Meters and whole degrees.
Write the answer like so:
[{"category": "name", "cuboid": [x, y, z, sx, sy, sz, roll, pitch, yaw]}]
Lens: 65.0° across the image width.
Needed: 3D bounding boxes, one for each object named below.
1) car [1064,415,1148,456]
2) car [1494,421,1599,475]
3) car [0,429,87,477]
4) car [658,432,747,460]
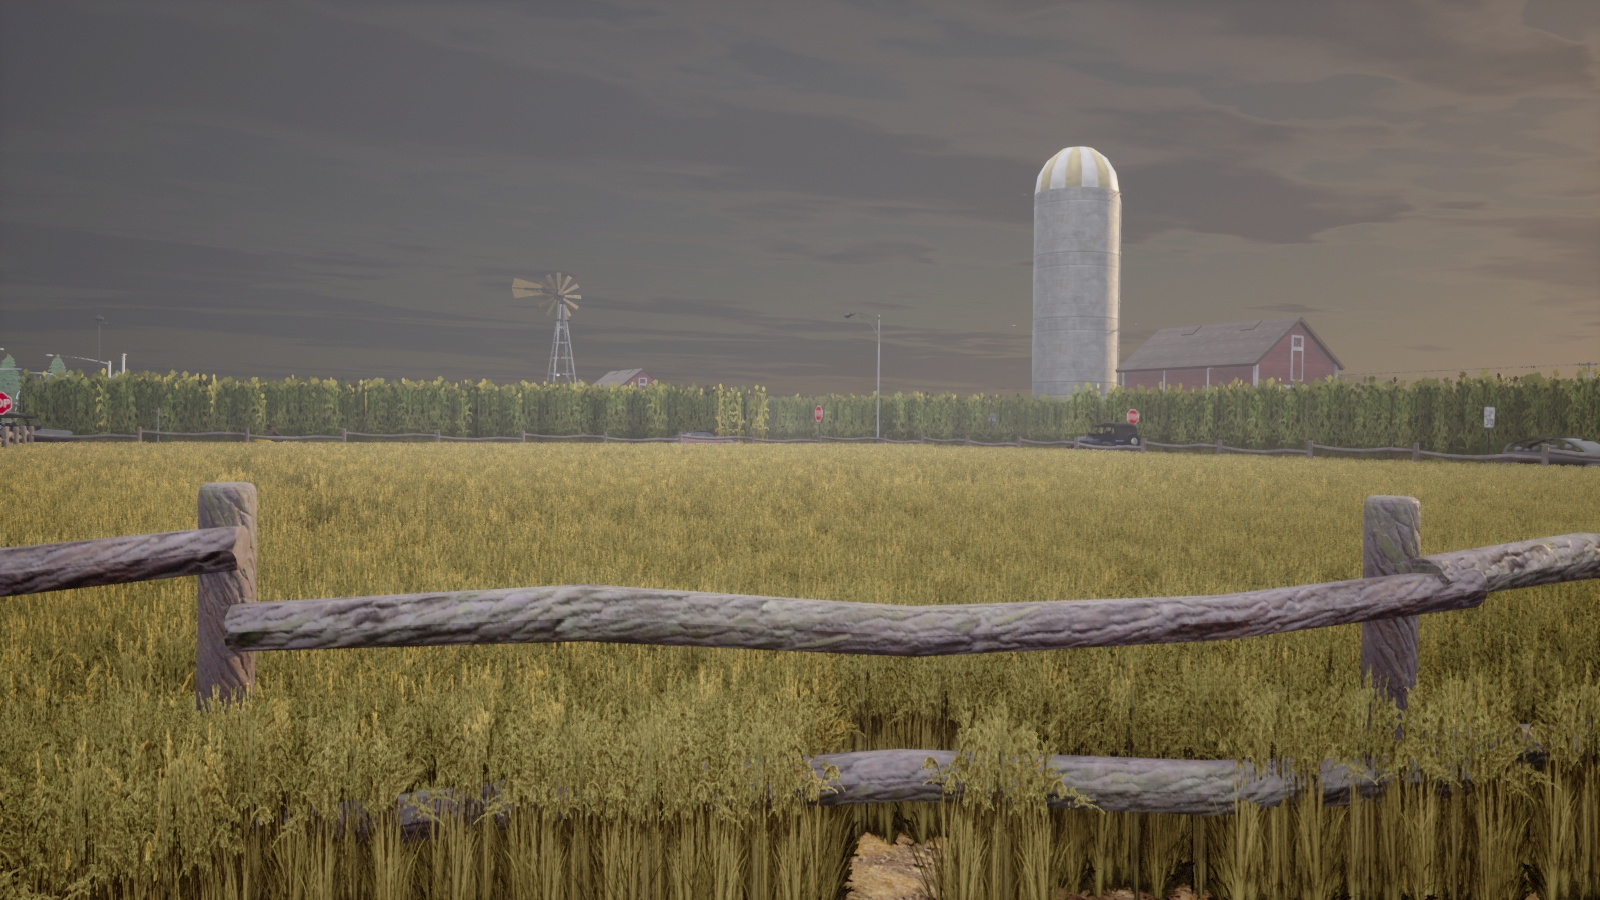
[{"category": "car", "cuboid": [14.769, -0.717, 60.781, 1.905, 1.878, 3.866, -1, 1, -28]}, {"category": "car", "cuboid": [23.202, -0.099, 37.797, 1.789, 1.549, 3.705, -1, 1, -27]}, {"category": "car", "cuboid": [-31.695, 0.096, 51.446, 1.905, 1.878, 3.866, 0, 1, 40]}, {"category": "car", "cuboid": [-5.140, -0.232, 66.330, 4.181, 1.385, 1.994, -1, 1, -27]}]
